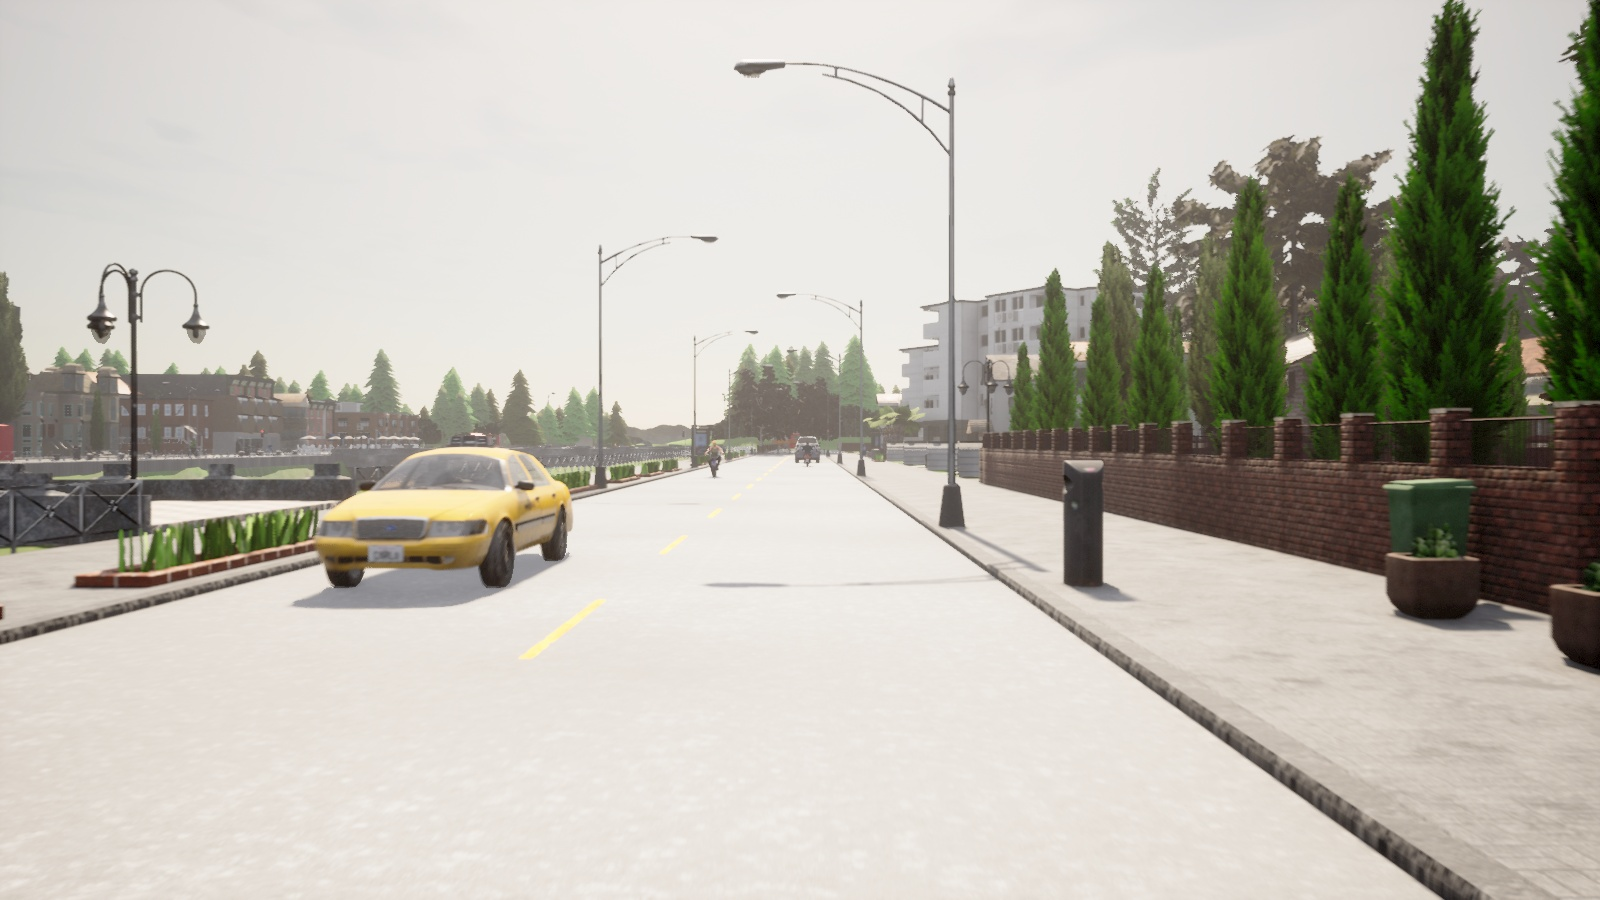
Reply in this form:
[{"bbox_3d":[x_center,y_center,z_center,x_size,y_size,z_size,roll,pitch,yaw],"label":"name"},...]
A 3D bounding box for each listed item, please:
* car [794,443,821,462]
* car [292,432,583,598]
[{"bbox_3d":[0.566,0.174,95.588,1.970,1.475,3.806,0,0,0],"label":"car"},{"bbox_3d":[-3.901,0.600,14.576,1.801,1.575,5.366,0,0,0],"label":"car"}]
